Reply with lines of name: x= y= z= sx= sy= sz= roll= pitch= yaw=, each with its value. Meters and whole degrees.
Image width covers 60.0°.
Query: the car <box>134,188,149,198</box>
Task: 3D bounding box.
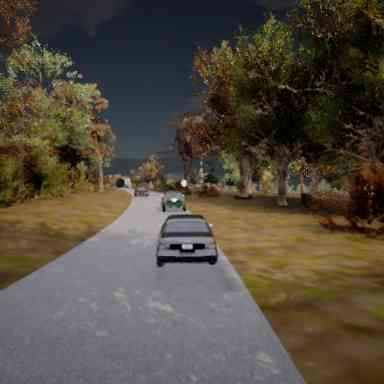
car: x=-7.201 y=0.067 z=47.138 sx=1.994 sy=1.385 sz=4.181 roll=1 pitch=3 yaw=-10

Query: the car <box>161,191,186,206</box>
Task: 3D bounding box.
car: x=-1.785 y=0.674 z=30.939 sx=2.097 sy=1.767 sz=4.553 roll=0 pitch=3 yaw=-6

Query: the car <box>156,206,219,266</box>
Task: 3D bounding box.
car: x=-0.217 y=1.461 z=11.305 sx=2.033 sy=1.411 sz=5.357 roll=0 pitch=1 yaw=-2
